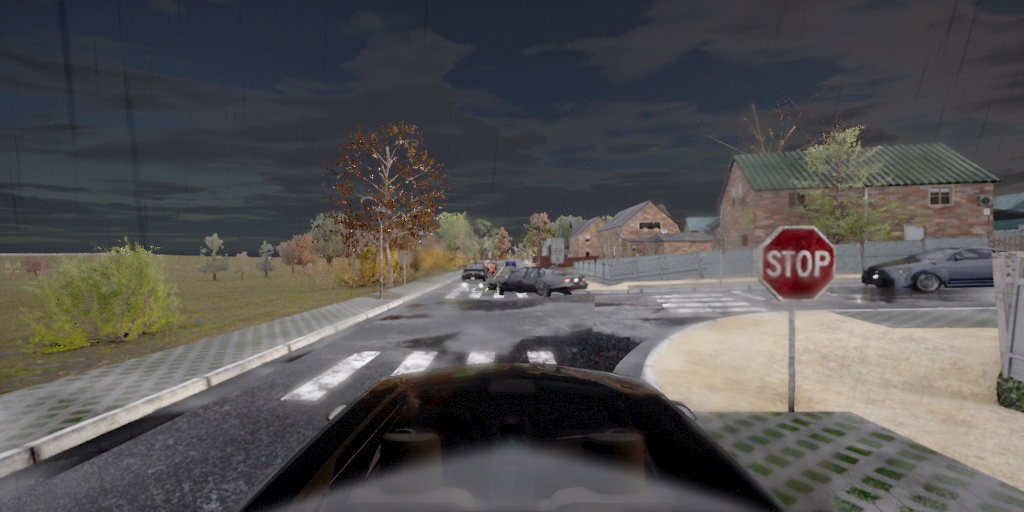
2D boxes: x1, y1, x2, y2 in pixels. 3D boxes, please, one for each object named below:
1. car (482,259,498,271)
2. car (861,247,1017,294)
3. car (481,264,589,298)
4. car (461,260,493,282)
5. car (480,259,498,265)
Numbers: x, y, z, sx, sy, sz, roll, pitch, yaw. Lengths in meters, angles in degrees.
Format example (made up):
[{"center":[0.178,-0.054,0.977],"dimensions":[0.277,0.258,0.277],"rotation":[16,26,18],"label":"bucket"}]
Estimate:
[{"center":[-3.024,1.258,50.050],"dimensions":[1.882,1.535,5.008],"rotation":[0,0,0],"label":"car"},{"center":[14.352,0.414,11.731],"dimensions":[4.181,1.385,1.994],"rotation":[-3,0,16],"label":"car"},{"center":[1.103,1.223,17.593],"dimensions":[2.033,1.411,5.357],"rotation":[0,-3,-44],"label":"car"},{"center":[-2.960,1.309,29.734],"dimensions":[2.033,1.411,5.357],"rotation":[0,0,0],"label":"car"},{"center":[-2.998,1.122,40.007],"dimensions":[2.097,1.767,4.553],"rotation":[0,0,0],"label":"car"}]
